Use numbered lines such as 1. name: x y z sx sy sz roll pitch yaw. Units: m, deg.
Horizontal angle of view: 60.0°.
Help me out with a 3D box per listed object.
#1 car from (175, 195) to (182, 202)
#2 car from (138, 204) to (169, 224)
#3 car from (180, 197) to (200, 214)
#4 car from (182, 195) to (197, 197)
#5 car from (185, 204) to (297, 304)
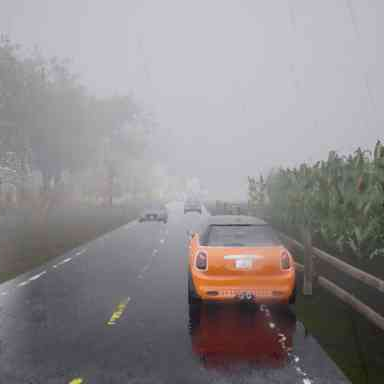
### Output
1. car: -2.725 1.488 72.934 2.128 1.511 4.902 0 0 0
2. car: -2.743 1.559 24.629 1.994 1.385 4.181 0 0 0
3. car: 0.084 1.542 35.644 2.033 1.411 5.357 0 0 0
4. car: 0.072 1.346 46.206 2.097 1.767 4.553 0 0 0
5. car: 0.963 1.349 8.277 2.097 1.767 4.553 0 0 0
